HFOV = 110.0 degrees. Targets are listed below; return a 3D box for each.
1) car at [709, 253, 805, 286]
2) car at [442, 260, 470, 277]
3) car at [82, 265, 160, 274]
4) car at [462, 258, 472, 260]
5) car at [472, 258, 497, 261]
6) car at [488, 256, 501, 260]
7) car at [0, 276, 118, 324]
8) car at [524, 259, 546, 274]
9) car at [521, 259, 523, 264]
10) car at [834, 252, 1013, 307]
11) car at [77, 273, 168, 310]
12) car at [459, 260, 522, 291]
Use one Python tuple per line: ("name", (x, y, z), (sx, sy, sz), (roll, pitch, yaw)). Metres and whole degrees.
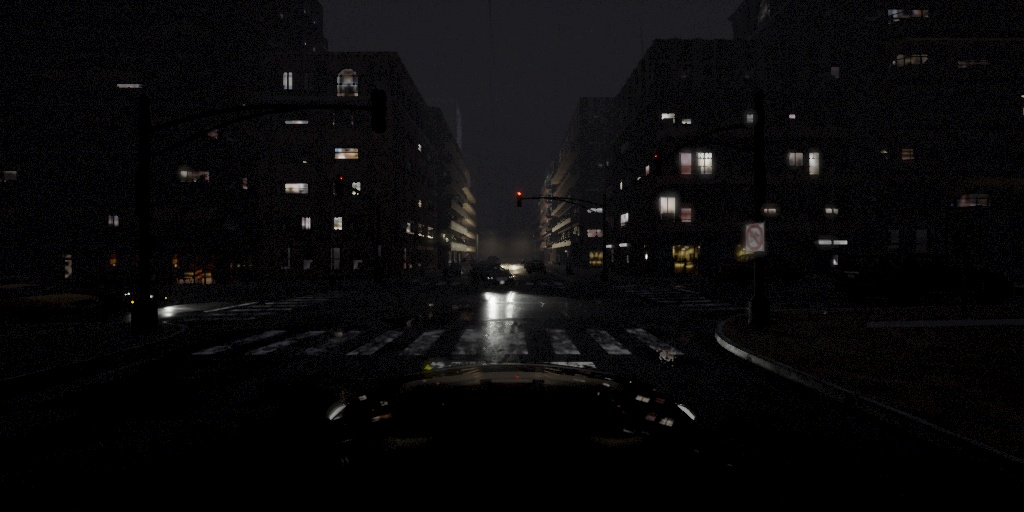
("car", (14.616, 0.759, 21.449), (5.009, 1.841, 2.192), (0, 0, 0))
("car", (-5.621, 1.322, 35.155), (1.948, 1.339, 4.313), (0, 0, 0))
("car", (-23.559, 1.462, 21.163), (5.009, 1.841, 2.192), (0, 0, 0))
("car", (-5.609, 1.283, 40.668), (1.751, 1.417, 4.829), (0, 0, 0))
("car", (-3.021, 1.235, 39.875), (1.882, 1.535, 5.008), (0, 0, 0))
("car", (-2.970, 0.979, 57.076), (2.150, 2.045, 5.566), (0, 1, 0))
("car", (-17.608, 1.585, 12.855), (4.829, 1.417, 1.751), (0, 0, 0))
("car", (2.771, 1.198, 40.822), (1.967, 1.591, 4.097), (0, 0, 0))
("car", (2.807, 1.348, 57.870), (1.802, 1.307, 4.207), (0, 0, 0))
("car", (14.733, 0.775, 13.069), (5.009, 1.841, 2.192), (0, 0, 0))
("car", (-17.594, 1.615, 15.450), (4.181, 1.385, 1.994), (-1, 0, 0))
("car", (-1.461, 1.239, 22.331), (2.128, 1.511, 4.902), (-1, 0, -22))
